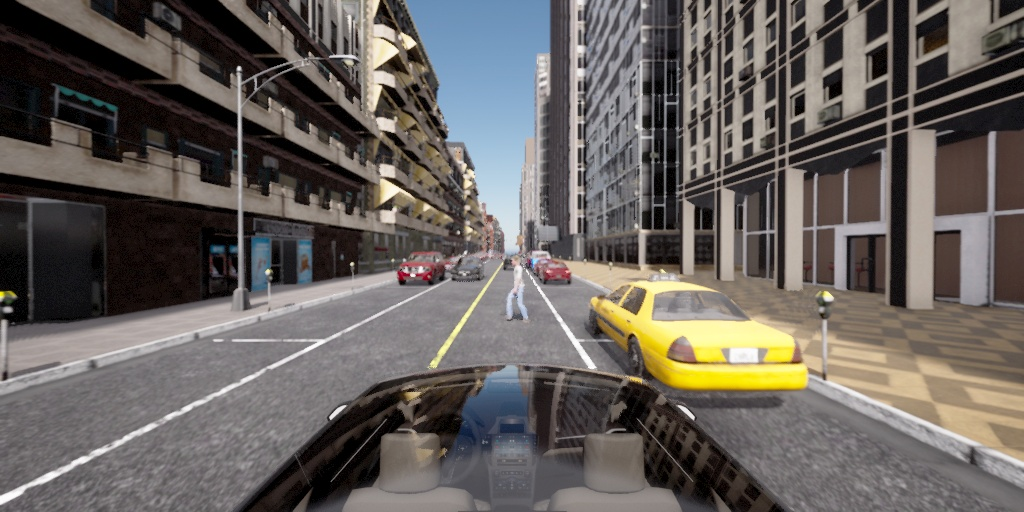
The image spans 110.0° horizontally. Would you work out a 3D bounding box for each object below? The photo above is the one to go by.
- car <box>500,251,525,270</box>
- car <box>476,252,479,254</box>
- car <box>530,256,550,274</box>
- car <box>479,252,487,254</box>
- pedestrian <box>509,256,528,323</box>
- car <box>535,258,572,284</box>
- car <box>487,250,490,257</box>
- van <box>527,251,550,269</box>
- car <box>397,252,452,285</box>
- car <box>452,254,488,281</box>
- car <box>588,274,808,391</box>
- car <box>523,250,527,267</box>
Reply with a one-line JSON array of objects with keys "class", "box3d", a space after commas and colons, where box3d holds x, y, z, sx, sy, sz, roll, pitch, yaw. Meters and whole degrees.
[{"class": "car", "box3d": [0.085, 0.589, 35.926, 1.837, 1.490, 4.892, 0, 1, 0]}, {"class": "car", "box3d": [-5.316, 0.515, 43.853, 1.802, 1.307, 4.207, 0, 0, 0]}, {"class": "car", "box3d": [2.565, 0.829, 27.261, 1.802, 1.307, 4.207, 0, 0, 0]}, {"class": "car", "box3d": [-5.316, 0.273, 54.923, 1.888, 1.381, 4.507, 0, 0, 0]}, {"class": "pedestrian", "box3d": [0.178, 0.882, 9.814, 0.375, 1.860, 0.375, 1, 1, 0]}, {"class": "car", "box3d": [2.566, 0.936, 21.725, 1.802, 1.307, 4.207, 0, 0, 0]}, {"class": "car", "box3d": [-5.317, 0.066, 60.457, 1.967, 1.591, 4.097, 0, 0, 0]}, {"class": "van", "box3d": [2.565, 0.483, 32.793, 1.690, 1.789, 3.998, 0, 0, 0]}, {"class": "car", "box3d": [-5.315, 0.669, 21.714, 2.192, 1.841, 5.009, 0, 0, 0]}, {"class": "car", "box3d": [-2.848, 0.818, 23.824, 1.837, 1.490, 4.892, 0, 1, 0]}, {"class": "car", "box3d": [2.750, 1.103, 6.816, 1.801, 1.575, 5.366, 0, 1, 0]}, {"class": "car", "box3d": [2.565, 0.352, 38.328, 2.192, 1.841, 5.009, 0, 0, 0]}]
